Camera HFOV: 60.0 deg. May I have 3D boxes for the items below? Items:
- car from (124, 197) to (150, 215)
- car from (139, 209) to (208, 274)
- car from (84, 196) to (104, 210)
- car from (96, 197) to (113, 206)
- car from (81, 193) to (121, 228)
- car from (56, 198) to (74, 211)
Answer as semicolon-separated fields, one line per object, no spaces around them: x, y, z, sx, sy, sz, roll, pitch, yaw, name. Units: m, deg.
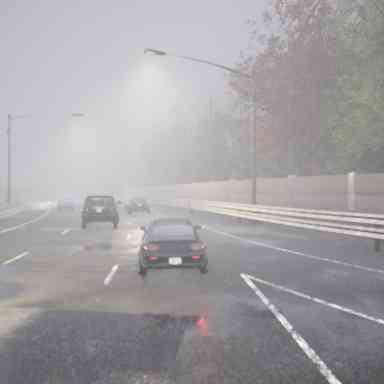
-5.624;1.260;33.509;2.097;1.767;4.553;0;0;-18;car
-0.649;1.493;10.361;1.812;1.442;4.674;0;0;-6;car
-12.490;1.382;42.387;1.882;1.535;5.008;0;0;-23;car
-14.435;1.472;54.664;1.895;1.301;4.718;0;0;-27;car
-5.920;1.170;21.862;2.150;2.045;5.566;0;0;-12;car
-15.180;1.470;39.944;2.033;1.411;5.357;0;0;-23;car
